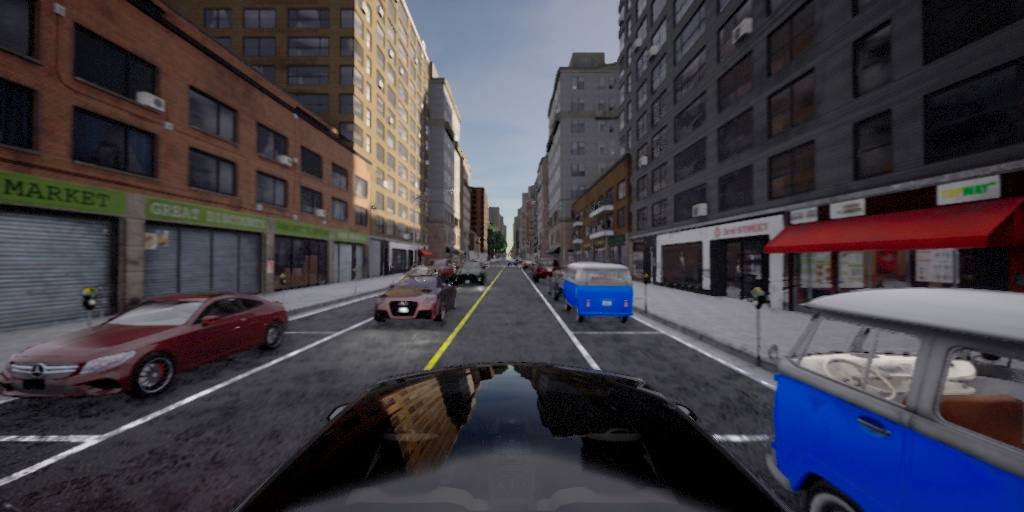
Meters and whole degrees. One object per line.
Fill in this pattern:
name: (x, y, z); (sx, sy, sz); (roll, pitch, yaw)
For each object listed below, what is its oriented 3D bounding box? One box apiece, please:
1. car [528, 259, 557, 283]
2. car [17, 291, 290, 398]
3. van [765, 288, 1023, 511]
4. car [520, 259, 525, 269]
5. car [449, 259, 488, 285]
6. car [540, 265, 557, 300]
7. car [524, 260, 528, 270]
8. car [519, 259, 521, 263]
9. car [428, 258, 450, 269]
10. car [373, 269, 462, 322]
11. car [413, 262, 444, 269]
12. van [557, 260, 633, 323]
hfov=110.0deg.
car: (2.693, 1.120, 28.468); (2.192, 1.841, 5.009); (0, 0, 0)
car: (-5.854, 1.338, 6.486); (1.802, 1.307, 4.207); (0, 0, 0)
van: (2.675, 1.091, 1.010); (1.690, 1.789, 3.998); (0, 0, 0)
car: (2.712, 1.425, 55.924); (1.888, 1.381, 4.507); (0, 0, 0)
car: (-2.983, 1.149, 26.371); (2.097, 1.767, 4.553); (0, 0, 0)
car: (2.686, 1.332, 17.485); (2.007, 1.370, 4.403); (0, 0, 0)
car: (2.701, 1.383, 39.450); (2.007, 1.370, 4.403); (0, 0, 0)
car: (2.715, 1.443, 61.415); (1.888, 1.381, 4.507); (0, 0, 0)
car: (-5.837, 1.116, 28.458); (2.192, 1.841, 5.009); (0, 0, 0)
car: (-3.079, 1.330, 12.162); (1.994, 1.385, 4.181); (0, 0, 0)
car: (-5.841, 1.314, 22.795); (1.751, 1.417, 4.829); (0, 0, 0)
van: (2.682, 1.111, 11.993); (1.690, 1.789, 3.998); (0, 0, 0)
